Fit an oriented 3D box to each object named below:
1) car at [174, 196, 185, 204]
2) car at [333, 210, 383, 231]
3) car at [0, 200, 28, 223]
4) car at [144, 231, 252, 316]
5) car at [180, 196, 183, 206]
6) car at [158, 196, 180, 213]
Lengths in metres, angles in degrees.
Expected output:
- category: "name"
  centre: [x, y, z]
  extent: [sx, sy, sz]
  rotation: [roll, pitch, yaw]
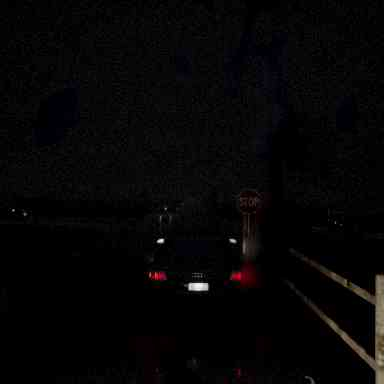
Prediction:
- category: "car"
  centre: [-2.603, 1.621, 69.521]
  extent: [2.033, 1.411, 5.357]
  rotation: [0, 0, 0]
- category: "car"
  centre: [12.641, 2.058, 23.786]
  extent: [4.892, 1.490, 1.837]
  rotation: [2, 0, -2]
- category: "car"
  centre: [-12.930, 1.049, 20.911]
  extent: [4.902, 1.511, 2.128]
  rotation: [2, 0, 0]
- category: "car"
  centre: [0.111, 1.567, 7.613]
  extent: [1.994, 1.385, 4.181]
  rotation: [0, 0, 0]
- category: "car"
  centre: [-2.739, 1.600, 47.458]
  extent: [1.994, 1.385, 4.181]
  rotation: [0, 0, 0]
- category: "car"
  centre: [-2.766, 1.518, 37.463]
  extent: [2.128, 1.511, 4.902]
  rotation: [0, 0, 0]
